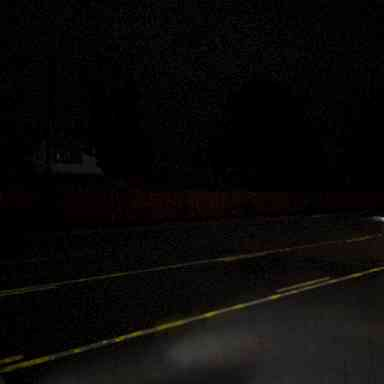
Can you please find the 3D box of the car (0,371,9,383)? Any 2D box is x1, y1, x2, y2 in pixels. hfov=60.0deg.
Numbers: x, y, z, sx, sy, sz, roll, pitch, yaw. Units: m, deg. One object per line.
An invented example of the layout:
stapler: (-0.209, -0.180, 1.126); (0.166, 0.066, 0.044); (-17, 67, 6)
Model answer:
car: (-3.367, 1.596, 1.346); (4.718, 1.301, 1.895); (0, 0, -35)
